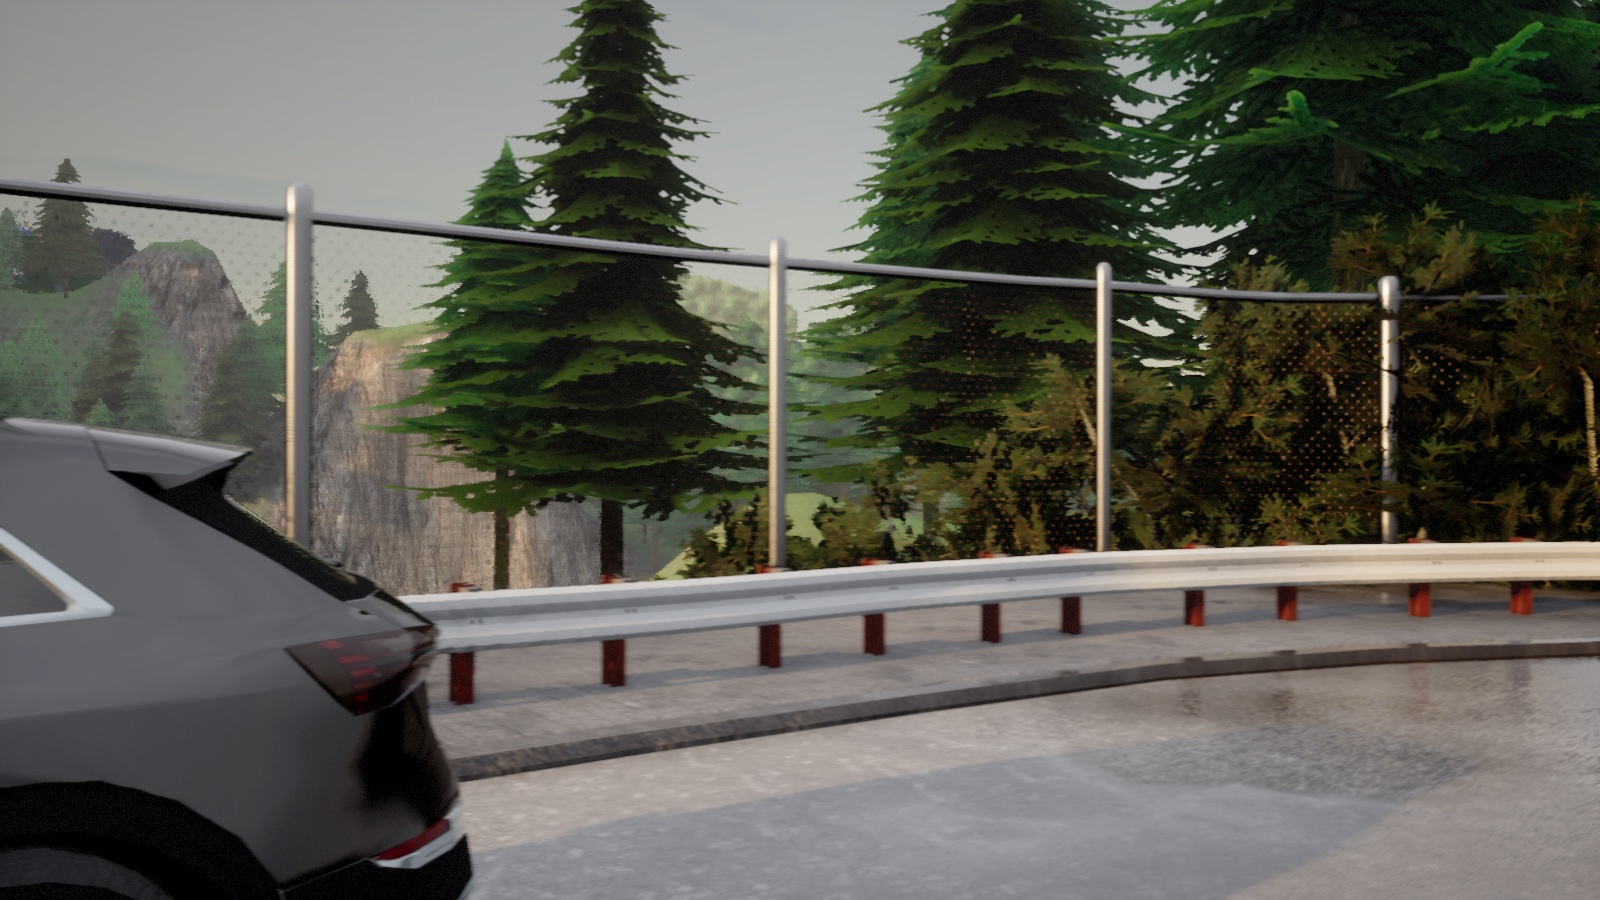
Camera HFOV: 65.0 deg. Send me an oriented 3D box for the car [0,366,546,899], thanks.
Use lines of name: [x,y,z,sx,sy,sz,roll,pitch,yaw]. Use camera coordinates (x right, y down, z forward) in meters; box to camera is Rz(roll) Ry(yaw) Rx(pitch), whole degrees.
car: [-3.114,0.687,2.124,4.856,1.649,2.033,0,0,-35]
